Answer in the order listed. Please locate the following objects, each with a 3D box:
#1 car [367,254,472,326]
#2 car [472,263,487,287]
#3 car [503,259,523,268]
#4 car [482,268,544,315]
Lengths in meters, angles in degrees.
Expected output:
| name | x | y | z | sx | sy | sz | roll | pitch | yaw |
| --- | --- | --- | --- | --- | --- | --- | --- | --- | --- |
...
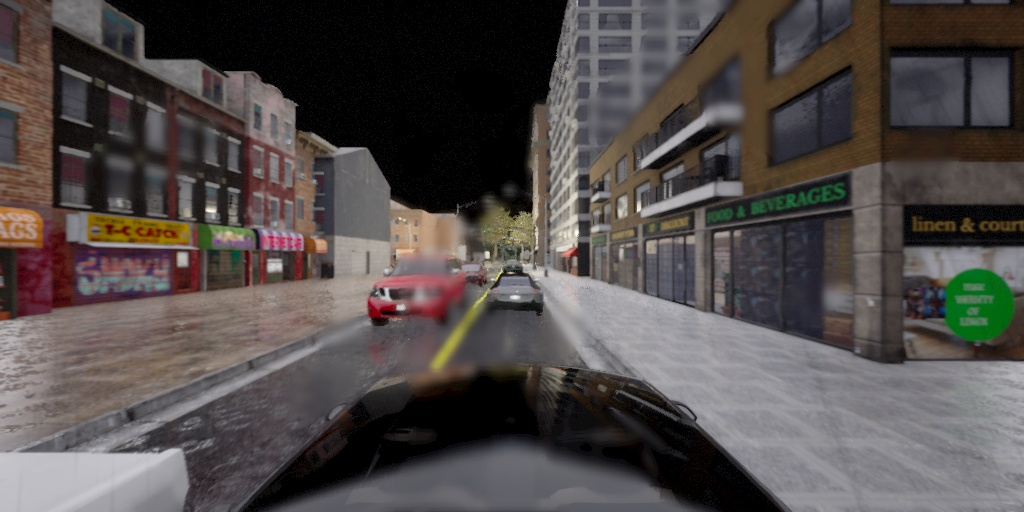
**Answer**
| name | x | y | z | sx | sy | sz | roll | pitch | yaw |
| --- | --- | --- | --- | --- | --- | --- | --- | --- | --- |
| car | -2.839 | 0.969 | 12.063 | 2.150 | 2.045 | 5.566 | 0 | 0 | 0 |
| car | -2.767 | 1.232 | 24.588 | 1.882 | 1.535 | 5.008 | 0 | 0 | 1 |
| car | 0.118 | 1.121 | 39.148 | 2.097 | 1.767 | 4.553 | 0 | 0 | 0 |
| car | 0.104 | 1.315 | 13.650 | 1.994 | 1.385 | 4.181 | 0 | 0 | 0 |
